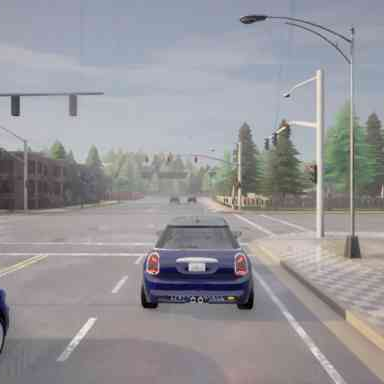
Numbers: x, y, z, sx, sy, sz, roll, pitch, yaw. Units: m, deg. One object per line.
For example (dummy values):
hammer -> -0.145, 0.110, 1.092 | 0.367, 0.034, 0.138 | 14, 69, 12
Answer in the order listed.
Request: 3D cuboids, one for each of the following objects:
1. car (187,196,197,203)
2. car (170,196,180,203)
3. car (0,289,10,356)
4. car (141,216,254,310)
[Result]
car -> 0.005, 1.502, 68.306 | 1.837, 1.490, 4.892 | 0, 0, 0
car -> -3.495, 1.502, 68.307 | 1.837, 1.490, 4.892 | 0, 0, 0
car -> -3.442, 1.478, 2.563 | 1.882, 1.535, 5.008 | 0, 0, 0
car -> 0.155, 1.352, 8.018 | 2.097, 1.767, 4.553 | 0, 0, 2
